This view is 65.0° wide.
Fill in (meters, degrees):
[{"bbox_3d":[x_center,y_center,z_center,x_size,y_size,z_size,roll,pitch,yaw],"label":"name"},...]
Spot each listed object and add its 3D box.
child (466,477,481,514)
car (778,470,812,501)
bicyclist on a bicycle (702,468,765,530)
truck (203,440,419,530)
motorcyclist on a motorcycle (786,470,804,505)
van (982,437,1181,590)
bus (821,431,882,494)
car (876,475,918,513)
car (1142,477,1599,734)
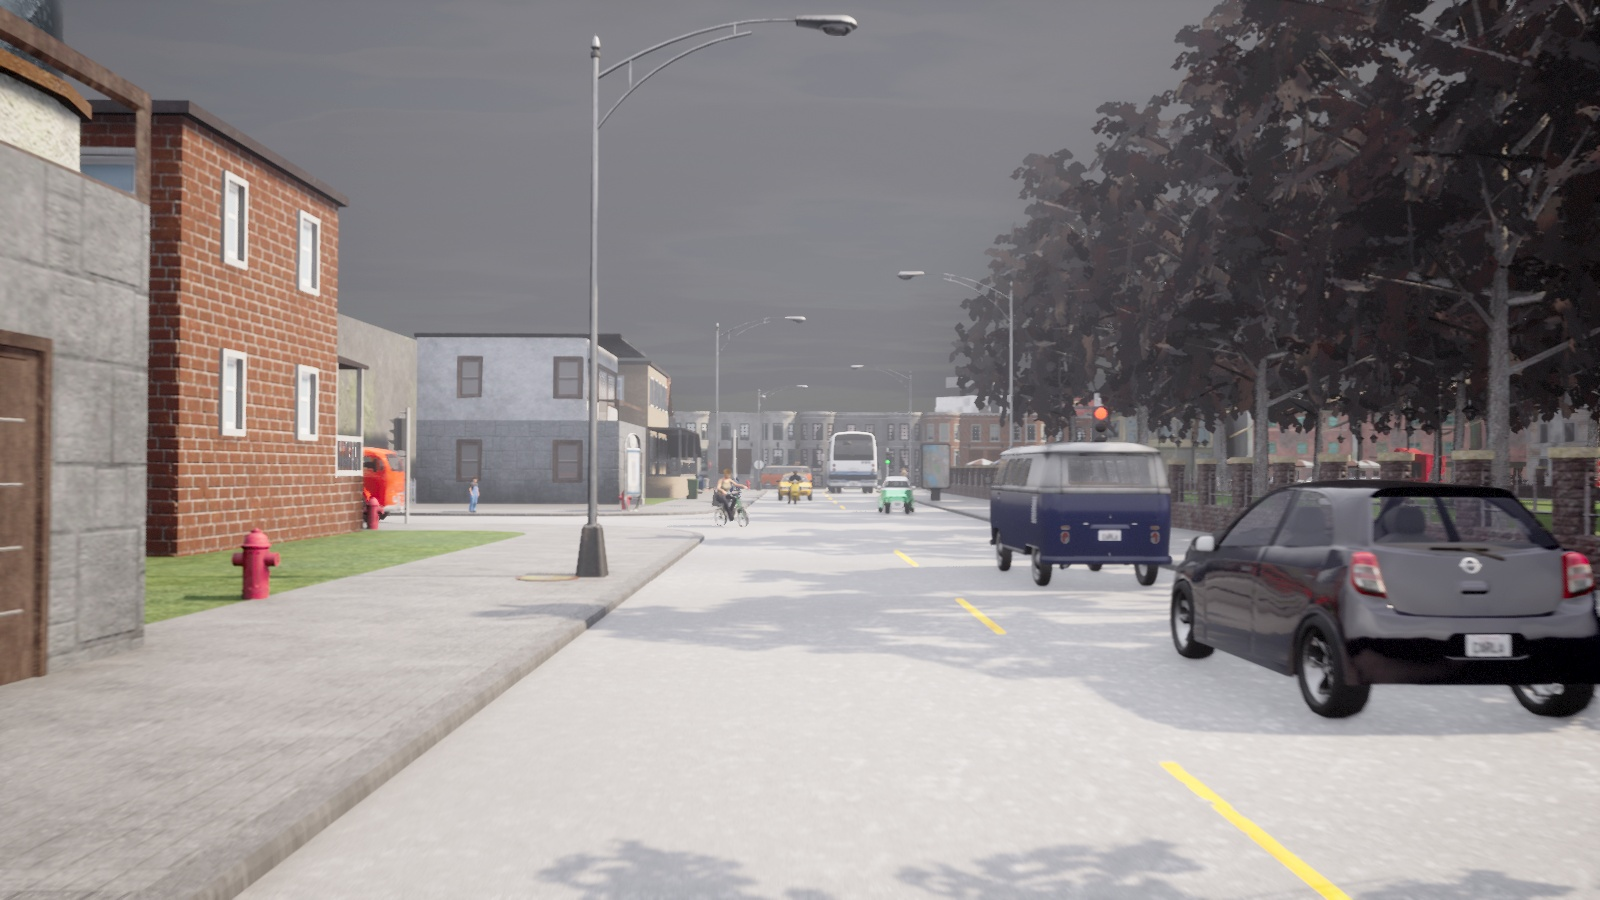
[{"bbox_3d":[-11.207,1.571,43.156,0.437,1.263,0.270,-1,-1,33],"label":"child"},{"bbox_3d":[-0.275,1.882,67.709,1.801,1.575,5.366,0,-1,0],"label":"car"},{"bbox_3d":[-1.823,1.333,34.479,0.866,1.612,1.509,-5,3,-42],"label":"bicyclist on a bicycle"},{"bbox_3d":[-13.997,0.991,36.216,5.204,2.467,2.627,0,-1,0],"label":"truck"},{"bbox_3d":[-0.236,1.757,59.332,0.866,1.590,1.817,0,-1,0],"label":"motorcyclist on a motorcycle"},{"bbox_3d":[3.990,0.859,18.590,1.775,1.987,4.442,0,-1,-2],"label":"van"},{"bbox_3d":[3.626,0.943,91.347,3.944,4.253,10.273,0,-1,0],"label":"bus"},{"bbox_3d":[3.651,1.645,47.517,1.481,1.376,2.207,0,-1,3],"label":"car"},{"bbox_3d":[4.028,0.966,9.335,1.845,1.501,3.633,0,-1,-2],"label":"car"}]
